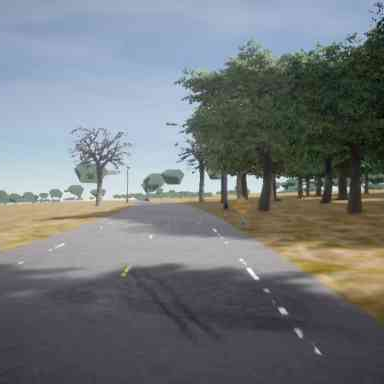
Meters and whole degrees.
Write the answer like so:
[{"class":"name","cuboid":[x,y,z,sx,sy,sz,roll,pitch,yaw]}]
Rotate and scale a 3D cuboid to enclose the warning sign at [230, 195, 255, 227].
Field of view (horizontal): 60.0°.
[{"class":"warning sign","cuboid":[3.076,1.135,20.380,1.300,1.860,1.060,-2,-2,-3]}]
